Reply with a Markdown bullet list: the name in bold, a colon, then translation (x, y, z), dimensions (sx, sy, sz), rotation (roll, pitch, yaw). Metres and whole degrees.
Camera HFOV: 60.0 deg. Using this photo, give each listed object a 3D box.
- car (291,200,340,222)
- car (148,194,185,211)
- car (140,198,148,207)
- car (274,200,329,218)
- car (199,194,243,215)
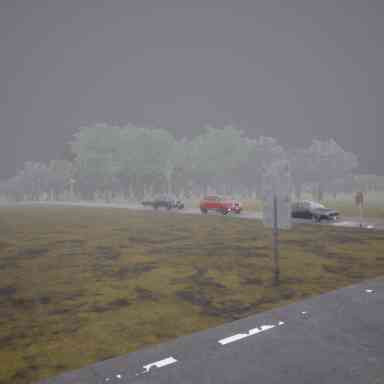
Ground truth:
- **car**: translation (9.260, 1.606, 27.350), dimensions (2.033, 1.411, 5.357), rotation (-2, 1, -36)
- **car**: translation (-3.265, 1.365, 44.700), dimensions (2.150, 2.045, 5.566), rotation (-2, 1, -36)
- **car**: translation (-6.738, 1.643, 54.484), dimensions (2.128, 1.511, 4.902), rotation (-2, 1, -35)
- **car**: translation (10.107, 1.510, 31.108), dimensions (1.812, 1.442, 4.674), rotation (-2, 1, -35)
- **car**: translation (3.013, 1.307, 35.994), dimensions (2.150, 2.045, 5.566), rotation (-2, 1, -35)
